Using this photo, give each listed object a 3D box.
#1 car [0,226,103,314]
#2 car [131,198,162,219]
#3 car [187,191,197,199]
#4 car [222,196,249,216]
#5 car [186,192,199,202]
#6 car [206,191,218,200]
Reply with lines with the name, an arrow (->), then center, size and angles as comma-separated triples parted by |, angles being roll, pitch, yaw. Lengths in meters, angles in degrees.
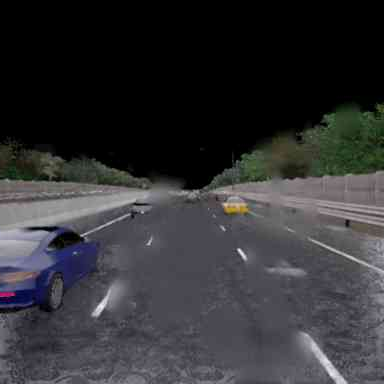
car -> -3.400, 1.487, 7.449 | 1.812, 1.442, 4.674 | 0, 1, 0
car -> -3.401, 1.169, 25.346 | 2.128, 1.511, 4.902 | 0, 1, 0
car -> -0.002, 0.608, 66.320 | 1.994, 1.385, 4.181 | 0, 1, 0
car -> 3.520, 1.090, 27.888 | 1.801, 1.575, 5.366 | 0, 1, 0
car -> 0.099, 0.736, 52.175 | 2.128, 1.511, 4.902 | 0, 1, 0
car -> 3.502, 0.647, 57.660 | 1.882, 1.535, 5.008 | 0, 1, 0
